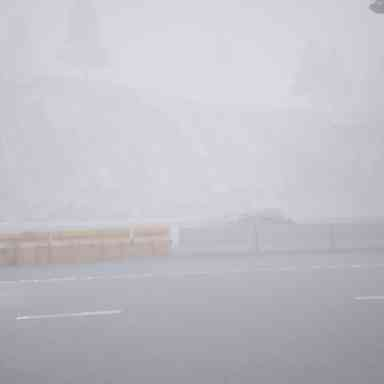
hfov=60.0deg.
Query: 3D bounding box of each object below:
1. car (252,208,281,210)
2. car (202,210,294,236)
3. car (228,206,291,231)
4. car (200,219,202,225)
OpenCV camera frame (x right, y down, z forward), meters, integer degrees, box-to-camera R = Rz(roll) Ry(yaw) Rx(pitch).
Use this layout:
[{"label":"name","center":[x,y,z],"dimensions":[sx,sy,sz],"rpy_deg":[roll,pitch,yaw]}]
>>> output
[{"label":"car","center":[4.583,2.120,23.379],"dimensions":[5.008,1.535,1.882],"rpy_deg":[-1,-2,-3]},{"label":"car","center":[3.331,2.052,19.787],"dimensions":[4.902,1.511,2.128],"rpy_deg":[-1,-2,-4]},{"label":"car","center":[5.365,2.086,26.908],"dimensions":[4.553,1.767,2.097],"rpy_deg":[-1,-2,-3]},{"label":"car","center":[3.402,2.445,30.338],"dimensions":[5.357,1.411,2.033],"rpy_deg":[-1,-2,-4]}]
